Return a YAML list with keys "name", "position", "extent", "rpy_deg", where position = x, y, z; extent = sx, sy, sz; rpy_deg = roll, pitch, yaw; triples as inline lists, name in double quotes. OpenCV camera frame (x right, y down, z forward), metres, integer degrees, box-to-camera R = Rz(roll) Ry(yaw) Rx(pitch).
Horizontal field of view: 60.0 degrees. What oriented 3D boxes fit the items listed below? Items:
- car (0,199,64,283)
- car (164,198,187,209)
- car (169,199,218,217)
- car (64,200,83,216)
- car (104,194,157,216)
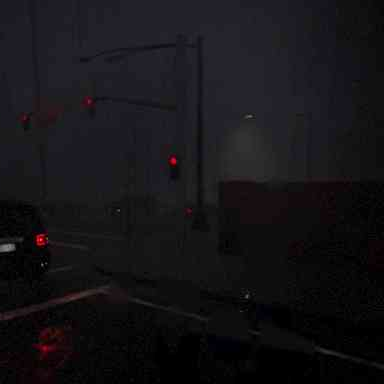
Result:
- name: "car"
  position: [-5.685, 1.205, 8.695]
  extent: [5.566, 2.045, 2.150]
  rpy_deg: [1, 1, 45]
- name: "car"
  position: [-1.667, 1.470, 43.422]
  extent: [1.812, 1.442, 4.674]
  rpy_deg: [0, 0, 36]
- name: "car"
  position: [0.710, 1.514, 28.533]
  extent: [2.033, 1.411, 5.357]
  rpy_deg: [0, 0, 36]
- name: "car"
  position: [-11.974, 1.433, 29.166]
  extent: [2.128, 1.511, 4.902]
  rpy_deg: [0, 0, 36]
- name: "car"
  position: [-5.721, 1.173, 31.851]
  extent: [2.150, 2.045, 5.566]
  rpy_deg: [0, 0, 36]
